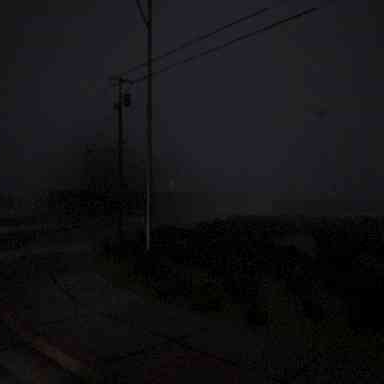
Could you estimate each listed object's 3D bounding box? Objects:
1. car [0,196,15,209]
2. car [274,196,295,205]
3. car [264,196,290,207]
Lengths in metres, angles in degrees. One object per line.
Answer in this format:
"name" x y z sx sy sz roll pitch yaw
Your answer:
"car" -22.142 1.206 39.218 2.128 1.511 4.902 0 0 -34
"car" 17.314 1.555 62.206 2.033 1.411 5.357 0 0 35
"car" 12.404 1.586 49.154 1.895 1.301 4.718 0 0 36
